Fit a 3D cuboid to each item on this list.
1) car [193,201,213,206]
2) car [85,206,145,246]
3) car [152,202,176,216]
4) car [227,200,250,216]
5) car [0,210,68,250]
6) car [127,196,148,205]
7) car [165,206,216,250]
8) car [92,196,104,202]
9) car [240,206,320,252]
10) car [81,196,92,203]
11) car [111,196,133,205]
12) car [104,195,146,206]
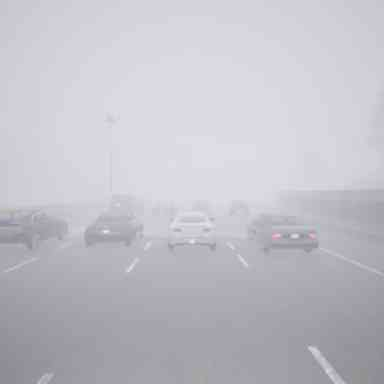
[{"bbox_3d":[0.967,1.568,32.250,2.033,1.411,5.357,0,0,7],"label":"car"},{"bbox_3d":[-3.485,1.586,15.531,1.994,1.385,4.181,0,0,0],"label":"car"},{"bbox_3d":[-2.480,1.633,32.603,1.895,1.301,4.718,0,0,6],"label":"car"},{"bbox_3d":[4.511,1.517,32.002,1.837,1.490,4.892,0,1,6],"label":"car"},{"bbox_3d":[-6.995,1.523,14.399,2.128,1.511,4.902,0,0,0],"label":"car"},{"bbox_3d":[-10.272,1.580,63.058,1.837,1.490,4.892,0,0,18],"label":"car"},{"bbox_3d":[-0.008,1.536,14.224,1.812,1.442,4.674,0,0,0],"label":"car"},{"bbox_3d":[-16.907,1.579,65.331,1.882,1.535,5.008,0,0,18],"label":"car"},{"bbox_3d":[3.504,1.547,13.805,2.033,1.411,5.357,0,0,0],"label":"car"},{"bbox_3d":[-20.223,1.637,66.421,2.128,1.511,4.902,0,0,16],"label":"car"},{"bbox_3d":[-13.460,1.566,64.588,1.882,1.535,5.008,0,0,18],"label":"car"},{"bbox_3d":[-6.100,1.266,31.636,2.150,2.045,5.566,0,0,6],"label":"car"}]
